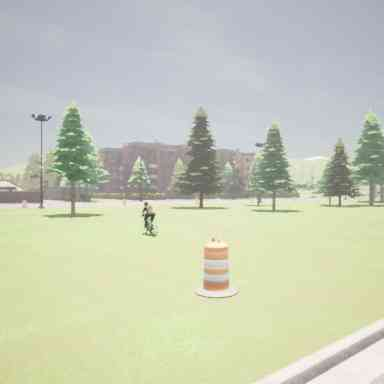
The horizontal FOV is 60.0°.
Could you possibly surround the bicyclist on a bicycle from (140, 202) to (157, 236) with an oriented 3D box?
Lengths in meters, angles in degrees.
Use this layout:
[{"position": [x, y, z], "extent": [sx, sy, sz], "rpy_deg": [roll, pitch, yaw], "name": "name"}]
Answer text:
[{"position": [-2.121, 1.303, 16.087], "extent": [0.582, 1.620, 1.656], "rpy_deg": [0, -2, -37], "name": "bicyclist on a bicycle"}]
